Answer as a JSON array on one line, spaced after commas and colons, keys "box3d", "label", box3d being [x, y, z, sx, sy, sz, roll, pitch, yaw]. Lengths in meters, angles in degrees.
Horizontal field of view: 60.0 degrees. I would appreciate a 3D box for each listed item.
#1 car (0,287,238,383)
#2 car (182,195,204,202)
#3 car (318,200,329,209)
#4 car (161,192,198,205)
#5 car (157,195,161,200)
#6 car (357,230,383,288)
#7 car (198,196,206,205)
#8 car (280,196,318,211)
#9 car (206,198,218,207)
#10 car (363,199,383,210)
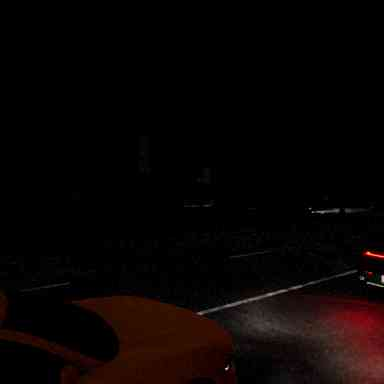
[{"box3d": [-1.857, 1.478, 2.404, 5.008, 1.535, 1.882, 0, 0, -36], "label": "car"}, {"box3d": [0.104, 1.309, 66.988, 1.895, 1.301, 4.718, -1, 0, -39], "label": "car"}, {"box3d": [13.499, 1.261, 38.868, 1.837, 1.490, 4.892, -1, 0, -39], "label": "car"}, {"box3d": [-2.016, 1.018, 52.562, 2.150, 2.045, 5.566, -1, 0, -39], "label": "car"}, {"box3d": [-6.245, 1.239, 74.766, 2.128, 1.511, 4.902, -1, 0, -38], "label": "car"}, {"box3d": [5.848, 1.468, 7.937, 4.892, 1.490, 1.837, 0, 0, -36], "label": "car"}, {"box3d": [1.409, 1.367, 53.890, 1.895, 1.301, 4.718, -1, 0, -39], "label": "car"}, {"box3d": [10.686, 1.334, 36.782, 2.033, 1.411, 5.357, -1, 0, -39], "label": "car"}, {"box3d": [4.536, 1.269, 44.417, 1.882, 1.535, 5.008, -1, 0, -39], "label": "car"}, {"box3d": [20.941, 1.321, 35.529, 1.895, 1.301, 4.718, -1, 0, -39], "label": "car"}]
